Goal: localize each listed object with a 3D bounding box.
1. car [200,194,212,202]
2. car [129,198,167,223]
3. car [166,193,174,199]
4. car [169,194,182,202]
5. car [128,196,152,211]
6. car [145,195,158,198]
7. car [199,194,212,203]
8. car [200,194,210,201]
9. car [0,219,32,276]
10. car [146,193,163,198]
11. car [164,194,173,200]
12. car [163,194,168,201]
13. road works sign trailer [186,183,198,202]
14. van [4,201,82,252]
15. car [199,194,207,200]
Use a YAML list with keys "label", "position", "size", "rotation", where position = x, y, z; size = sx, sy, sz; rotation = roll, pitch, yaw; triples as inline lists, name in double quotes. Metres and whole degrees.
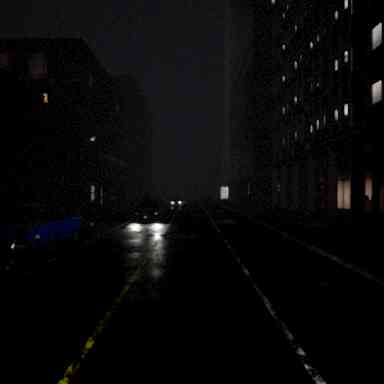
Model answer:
- label: "car"
  position: [2.648, 1.127, 63.972]
  size: [1.967, 1.590, 4.097]
  rotation: [0, 0, 0]
- label: "car"
  position: [-3.116, 1.396, 24.570]
  size: [1.812, 1.442, 4.674]
  rotation: [0, 0, 0]
- label: "car"
  position: [-5.748, 1.115, 86.392]
  size: [1.752, 1.417, 4.829]
  rotation: [0, 0, 0]
- label: "car"
  position: [-3.058, 1.203, 65.602]
  size: [1.812, 1.442, 4.674]
  rotation: [0, 0, 0]
- label: "car"
  position: [-5.714, 1.398, 35.725]
  size: [1.802, 1.307, 4.206]
  rotation: [0, 0, 0]
- label: "car"
  position: [-5.717, 1.372, 41.373]
  size: [1.802, 1.307, 4.206]
  rotation: [0, 0, 0]
- label: "car"
  position: [2.651, 1.237, 58.495]
  size: [1.752, 1.417, 4.829]
  rotation: [0, 0, 0]
- label: "car"
  position: [2.643, 1.212, 69.622]
  size: [2.008, 1.369, 4.403]
  rotation: [0, 0, 0]
- label: "car"
  position: [-5.695, 1.526, 7.482]
  size: [1.947, 1.339, 4.313]
  rotation: [0, 0, 0]
- label: "car"
  position: [-5.722, 1.079, 47.021]
  size: [2.192, 1.841, 5.009]
  rotation: [0, 0, 0]
- label: "car"
  position: [-5.745, 1.178, 80.913]
  size: [1.947, 1.339, 4.313]
  rotation: [0, 0, 0]
- label: "car"
  position: [-5.729, 1.152, 58.319]
  size: [1.967, 1.590, 4.097]
  rotation: [0, 0, 0]
- label: "road works sign trailer"
  position: [-0.042, 0.150, 64.125]
  size: [2.380, 3.560, 2.880]
  rotation: [0, 0, 0]
- label: "van"
  position: [-5.698, 1.271, 13.130]
  size: [1.690, 1.788, 3.998]
  rotation: [0, 0, 0]
- label: "car"
  position: [2.636, 1.179, 80.919]
  size: [1.947, 1.339, 4.313]
  rotation: [0, 0, 0]
